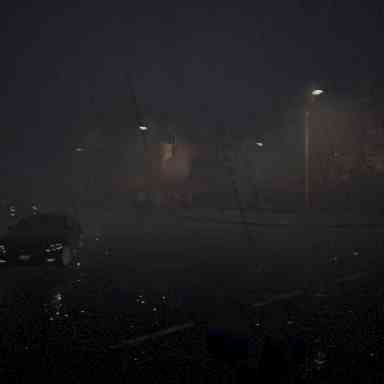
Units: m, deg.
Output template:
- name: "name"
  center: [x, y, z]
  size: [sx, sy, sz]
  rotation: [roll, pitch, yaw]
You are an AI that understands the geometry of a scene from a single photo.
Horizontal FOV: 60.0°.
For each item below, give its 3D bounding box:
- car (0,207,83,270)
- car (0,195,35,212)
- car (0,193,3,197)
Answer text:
- name: "car"
  center: [-4.952, 1.479, 11.360]
  size: [1.882, 1.535, 5.008]
  rotation: [1, 0, -11]
- name: "car"
  center: [-14.642, 1.358, 28.304]
  size: [2.097, 1.767, 4.553]
  rotation: [0, 0, -36]
- name: "car"
  center: [-26.389, 1.222, 44.677]
  size: [2.150, 2.045, 5.566]
  rotation: [0, 0, -36]
